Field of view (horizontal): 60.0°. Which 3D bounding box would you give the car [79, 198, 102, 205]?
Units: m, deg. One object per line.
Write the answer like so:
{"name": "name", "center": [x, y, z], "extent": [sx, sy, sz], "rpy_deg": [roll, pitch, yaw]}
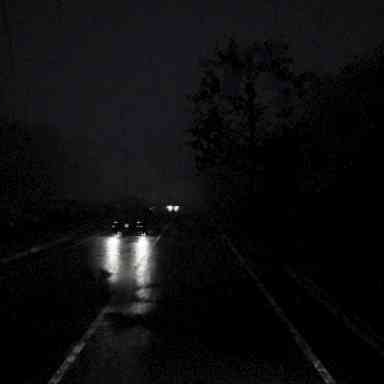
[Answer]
{"name": "car", "center": [-23.322, 2.163, 76.781], "extent": [4.674, 1.452, 2.002], "rpy_deg": [0, -1, 0]}

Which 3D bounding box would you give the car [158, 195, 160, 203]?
{"name": "car", "center": [-10.433, 2.071, 73.981], "extent": [5.366, 1.575, 1.946], "rpy_deg": [0, -1, 0]}

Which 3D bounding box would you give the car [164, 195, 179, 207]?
{"name": "car", "center": [-3.365, 1.852, 60.732], "extent": [2.128, 1.511, 4.902], "rpy_deg": [0, -1, 0]}

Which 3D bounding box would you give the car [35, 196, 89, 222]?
{"name": "car", "center": [-10.266, 1.373, 24.024], "extent": [4.553, 1.767, 2.185], "rpy_deg": [0, -1, 0]}

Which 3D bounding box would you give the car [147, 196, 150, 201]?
{"name": "car", "center": [-10.258, 1.803, 57.337], "extent": [4.892, 1.521, 2.231], "rpy_deg": [0, -1, 0]}

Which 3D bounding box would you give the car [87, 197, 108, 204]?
{"name": "car", "center": [-23.351, 2.093, 82.199], "extent": [4.553, 1.767, 2.185], "rpy_deg": [0, -1, 0]}

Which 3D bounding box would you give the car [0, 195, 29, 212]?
{"name": "car", "center": [-23.332, 1.395, 40.786], "extent": [5.566, 2.045, 2.435], "rpy_deg": [0, -1, 0]}

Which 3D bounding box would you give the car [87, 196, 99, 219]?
{"name": "car", "center": [-10.263, 1.397, 26.800], "extent": [4.553, 1.767, 2.185], "rpy_deg": [0, -1, 0]}

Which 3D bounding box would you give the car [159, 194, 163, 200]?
{"name": "car", "center": [-10.273, 1.872, 76.761], "extent": [5.566, 2.045, 2.435], "rpy_deg": [0, -1, 0]}

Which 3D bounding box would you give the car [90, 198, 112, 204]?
{"name": "car", "center": [-23.312, 2.267, 84.968], "extent": [5.008, 1.535, 2.097], "rpy_deg": [0, -1, 0]}

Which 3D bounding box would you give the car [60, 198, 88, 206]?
{"name": "car", "center": [-23.307, 1.958, 65.704], "extent": [4.792, 1.488, 2.163], "rpy_deg": [0, -1, 0]}

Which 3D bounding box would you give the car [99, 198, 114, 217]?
{"name": "car", "center": [-10.106, 1.545, 29.575], "extent": [5.366, 1.575, 1.946], "rpy_deg": [0, -1, 0]}

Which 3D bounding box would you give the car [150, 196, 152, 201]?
{"name": "car", "center": [-10.447, 1.836, 60.104], "extent": [5.366, 1.575, 1.946], "rpy_deg": [0, -1, 0]}

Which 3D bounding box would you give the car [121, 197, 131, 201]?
{"name": "car", "center": [-10.098, 1.618, 37.903], "extent": [5.366, 1.575, 1.946], "rpy_deg": [0, 0, 0]}

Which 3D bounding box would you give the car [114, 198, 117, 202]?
{"name": "car", "center": [-10.283, 1.573, 32.352], "extent": [4.892, 1.521, 2.231], "rpy_deg": [0, -1, 0]}

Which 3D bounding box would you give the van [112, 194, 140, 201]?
{"name": "van", "center": [-10.389, 1.494, 49.010], "extent": [4.442, 1.987, 1.878], "rpy_deg": [0, -1, 0]}

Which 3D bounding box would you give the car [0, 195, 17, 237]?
{"name": "car", "center": [-10.336, 1.149, 12.921], "extent": [5.566, 2.045, 2.435], "rpy_deg": [0, -1, 0]}

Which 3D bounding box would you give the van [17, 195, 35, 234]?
{"name": "van", "center": [-10.189, 1.199, 15.697], "extent": [4.442, 1.987, 1.878], "rpy_deg": [0, -1, 0]}

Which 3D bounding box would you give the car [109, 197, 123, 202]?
{"name": "car", "center": [-10.293, 1.598, 35.128], "extent": [4.892, 1.521, 2.231], "rpy_deg": [0, -1, 0]}

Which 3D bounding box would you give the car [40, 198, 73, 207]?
{"name": "car", "center": [-23.373, 1.832, 57.400], "extent": [4.792, 1.488, 2.163], "rpy_deg": [0, -1, 0]}

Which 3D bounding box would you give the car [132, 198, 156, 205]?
{"name": "car", "center": [-10.257, 2.027, 71.204], "extent": [4.892, 1.521, 2.231], "rpy_deg": [0, -1, 0]}

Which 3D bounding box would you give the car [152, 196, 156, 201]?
{"name": "car", "center": [-10.074, 1.877, 62.756], "extent": [5.366, 1.575, 1.946], "rpy_deg": [0, -1, 0]}

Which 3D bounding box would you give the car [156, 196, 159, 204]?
{"name": "car", "center": [-10.068, 1.974, 68.429], "extent": [5.366, 1.575, 1.946], "rpy_deg": [0, -1, 0]}

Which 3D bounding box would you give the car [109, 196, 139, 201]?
{"name": "car", "center": [-10.246, 1.725, 46.232], "extent": [4.792, 1.488, 2.163], "rpy_deg": [0, 0, 0]}

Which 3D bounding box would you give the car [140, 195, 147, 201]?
{"name": "car", "center": [-10.298, 1.646, 54.559], "extent": [4.553, 1.767, 2.185], "rpy_deg": [0, -1, 0]}

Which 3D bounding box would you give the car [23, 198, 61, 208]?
{"name": "car", "center": [-23.355, 1.745, 51.863], "extent": [5.008, 1.535, 2.097], "rpy_deg": [0, -1, 0]}

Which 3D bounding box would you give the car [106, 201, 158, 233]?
{"name": "car", "center": [-3.349, 1.495, 19.446], "extent": [1.837, 1.490, 4.892], "rpy_deg": [0, 0, 0]}

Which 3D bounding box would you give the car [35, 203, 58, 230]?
{"name": "car", "center": [-10.305, 1.489, 18.471], "extent": [4.674, 1.452, 2.002], "rpy_deg": [0, -1, 0]}

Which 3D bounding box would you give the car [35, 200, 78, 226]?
{"name": "car", "center": [-10.294, 1.474, 21.247], "extent": [5.008, 1.535, 2.097], "rpy_deg": [0, -1, 0]}

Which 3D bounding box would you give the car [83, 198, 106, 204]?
{"name": "car", "center": [-23.293, 2.201, 79.551], "extent": [4.792, 1.488, 2.163], "rpy_deg": [0, -1, 0]}

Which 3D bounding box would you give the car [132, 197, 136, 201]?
{"name": "car", "center": [-10.249, 1.700, 43.456], "extent": [4.792, 1.488, 2.163], "rpy_deg": [0, -1, 0]}

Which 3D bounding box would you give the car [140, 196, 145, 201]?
{"name": "car", "center": [-10.299, 1.774, 51.784], "extent": [4.792, 1.488, 2.163], "rpy_deg": [0, -1, 0]}

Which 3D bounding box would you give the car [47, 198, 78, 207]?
{"name": "car", "center": [-23.370, 1.867, 60.040], "extent": [4.792, 1.488, 2.163], "rpy_deg": [0, -1, 0]}
